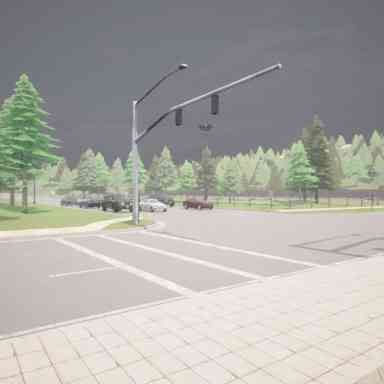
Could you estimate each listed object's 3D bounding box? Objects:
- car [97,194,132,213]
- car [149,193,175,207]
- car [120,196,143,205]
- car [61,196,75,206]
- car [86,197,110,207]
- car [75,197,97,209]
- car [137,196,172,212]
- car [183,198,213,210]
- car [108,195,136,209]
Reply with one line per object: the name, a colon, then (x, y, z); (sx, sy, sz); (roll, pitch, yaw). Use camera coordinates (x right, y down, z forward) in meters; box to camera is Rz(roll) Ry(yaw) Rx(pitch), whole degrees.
car: (-8.506, 1.221, 37.825); (2.150, 2.045, 5.566); (0, 0, -36)
car: (-4.826, 1.221, 50.831); (2.150, 2.045, 5.566); (0, 0, -35)
car: (-10.950, 1.547, 59.594); (2.033, 1.411, 5.357); (0, 0, -35)
car: (-20.055, 1.505, 54.266); (1.837, 1.490, 4.892); (0, 0, -35)
car: (-15.147, 1.547, 53.353); (2.033, 1.411, 5.357); (0, 0, -35)
car: (-14.132, 1.601, 45.813); (1.895, 1.301, 4.718); (0, 0, -35)
car: (-4.637, 1.526, 38.424); (1.812, 1.442, 4.674); (0, 0, -35)
car: (0.750, 1.478, 42.900); (1.882, 1.535, 5.008); (0, 0, -35)
car: (-9.691, 1.352, 45.582); (2.097, 1.767, 4.553); (0, 0, -35)
